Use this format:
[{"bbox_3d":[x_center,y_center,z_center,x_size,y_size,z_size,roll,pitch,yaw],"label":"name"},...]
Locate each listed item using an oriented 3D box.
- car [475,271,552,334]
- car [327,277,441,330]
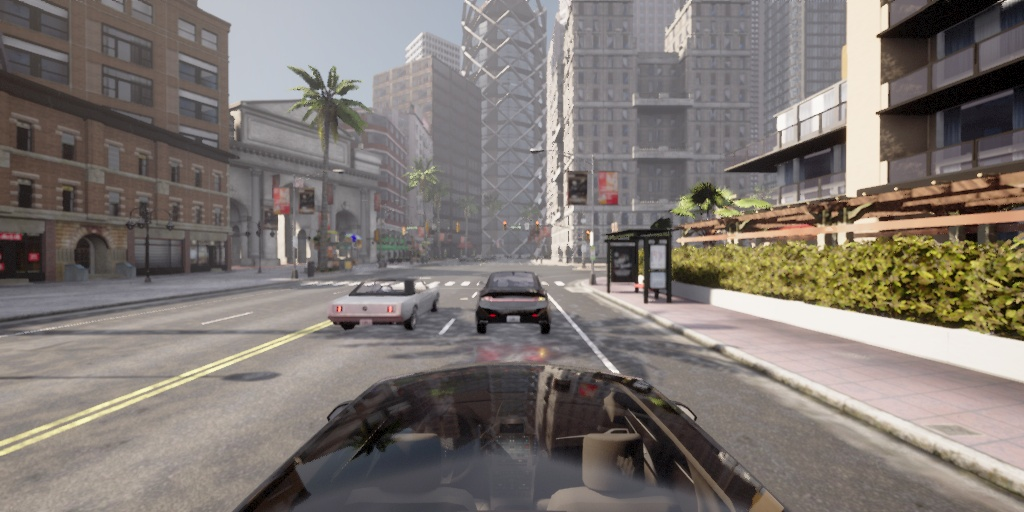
[{"bbox_3d":[0.041,1.165,10.369,2.128,1.511,4.902,0,1,0],"label":"car"},{"bbox_3d":[-3.457,1.271,10.749,1.895,1.301,4.718,0,1,0],"label":"car"}]
